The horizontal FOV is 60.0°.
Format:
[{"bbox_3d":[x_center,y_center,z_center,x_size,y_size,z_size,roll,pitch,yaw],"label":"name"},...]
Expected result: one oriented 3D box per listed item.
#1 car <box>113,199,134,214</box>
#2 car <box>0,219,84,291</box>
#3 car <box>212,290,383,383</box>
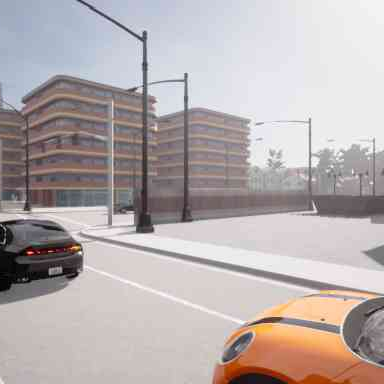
[{"bbox_3d":[-6.353,1.491,34.956,4.902,1.511,2.128,0,0,-44],"label":"car"},{"bbox_3d":[-4.696,1.505,9.148,1.837,1.490,4.892,0,0,-43],"label":"car"},{"bbox_3d":[2.331,1.352,2.292,4.553,1.767,2.097,0,0,40],"label":"car"}]
